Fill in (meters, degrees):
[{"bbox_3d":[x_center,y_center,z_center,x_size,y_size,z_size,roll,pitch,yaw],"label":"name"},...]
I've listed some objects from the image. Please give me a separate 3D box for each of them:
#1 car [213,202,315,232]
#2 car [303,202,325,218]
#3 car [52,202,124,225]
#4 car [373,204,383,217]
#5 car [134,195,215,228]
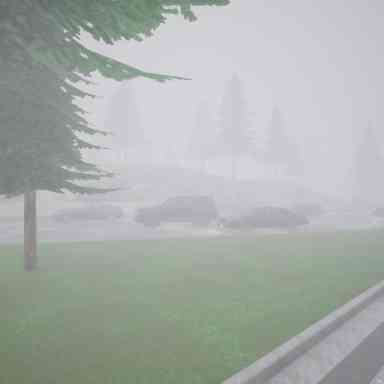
[{"bbox_3d":[4.267,1.546,19.852,5.357,1.411,2.033,0,0,-16],"label":"car"},{"bbox_3d":[9.218,1.546,29.164,5.357,1.411,2.033,0,0,-27],"label":"car"},{"bbox_3d":[-7.345,1.491,23.747,4.902,1.511,2.128,0,0,-17],"label":"car"},{"bbox_3d":[18.647,1.523,30.575,4.674,1.442,1.812,0,0,-32],"label":"car"},{"bbox_3d":[-1.009,1.220,21.946,5.566,2.045,2.150,0,0,-16],"label":"car"}]
